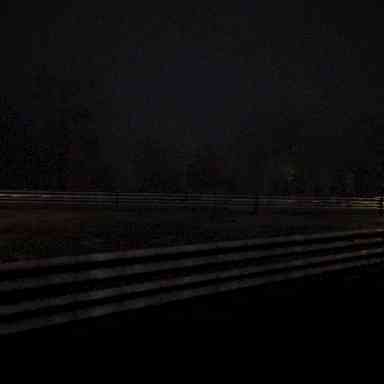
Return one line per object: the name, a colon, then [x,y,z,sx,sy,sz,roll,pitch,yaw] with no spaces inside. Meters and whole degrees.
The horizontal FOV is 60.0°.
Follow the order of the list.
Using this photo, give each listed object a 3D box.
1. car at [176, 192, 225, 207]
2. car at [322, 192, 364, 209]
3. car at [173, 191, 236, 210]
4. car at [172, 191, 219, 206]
car: [0.833,0.735,33.244,4.674,1.442,1.812,1,0,-8]
car: [17.825,0.953,39.080,4.553,1.767,2.097,1,0,-8]
car: [1.263,0.760,29.764,5.357,1.411,2.033,1,0,-8]
car: [0.369,0.697,36.715,4.892,1.490,1.837,1,0,-8]
